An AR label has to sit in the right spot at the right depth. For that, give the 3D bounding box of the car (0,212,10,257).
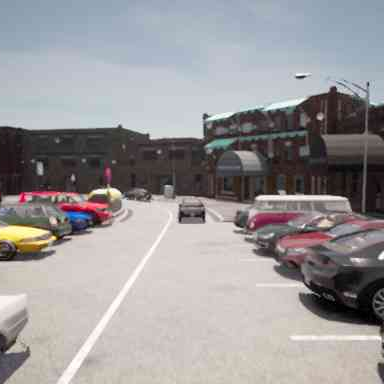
[{"bbox_3d":[-7.866,1.424,8.359,5.366,1.575,1.946,0,0,0],"label":"car"}]

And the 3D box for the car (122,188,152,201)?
[{"bbox_3d":[-6.752,0.248,40.515,1.812,1.442,4.674,-3,5,-43],"label":"car"}]

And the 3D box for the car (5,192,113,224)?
[{"bbox_3d":[-7.652,1.027,20.010,5.566,2.045,2.435,0,1,0],"label":"car"}]

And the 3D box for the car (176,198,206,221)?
[{"bbox_3d":[-0.108,1.167,23.892,2.128,1.511,4.902,0,2,-3],"label":"car"}]

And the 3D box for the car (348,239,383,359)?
[{"bbox_3d":[4.656,1.458,3.504,4.892,1.521,2.231,0,0,0],"label":"car"}]

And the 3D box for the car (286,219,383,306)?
[{"bbox_3d":[4.643,1.440,6.422,4.892,1.521,2.231,0,0,0],"label":"car"}]

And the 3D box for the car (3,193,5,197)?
[{"bbox_3d":[-27.907,0.346,45.749,4.553,1.767,2.097,-1,4,12],"label":"car"}]

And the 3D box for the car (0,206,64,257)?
[{"bbox_3d":[-7.495,1.405,11.299,5.366,1.575,1.946,0,0,0],"label":"car"}]

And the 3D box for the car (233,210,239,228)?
[{"bbox_3d":[4.644,1.337,17.484,4.892,1.521,2.231,0,1,0],"label":"car"}]

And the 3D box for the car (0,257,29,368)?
[{"bbox_3d":[-3.100,1.586,2.206,1.895,1.301,4.718,0,0,0],"label":"car"}]

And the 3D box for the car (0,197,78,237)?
[{"bbox_3d":[-7.650,1.259,14.240,4.553,1.767,2.185,0,1,0],"label":"car"}]

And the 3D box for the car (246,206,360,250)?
[{"bbox_3d":[4.656,1.405,11.882,4.892,1.521,2.231,0,1,0],"label":"car"}]

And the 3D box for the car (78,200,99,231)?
[{"bbox_3d":[-7.685,1.344,17.071,5.008,1.535,2.097,0,1,0],"label":"car"}]

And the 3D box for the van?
[{"bbox_3d":[4.533,1.155,14.674,4.442,1.987,1.878,0,1,0],"label":"van"}]

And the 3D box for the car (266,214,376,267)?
[{"bbox_3d":[4.651,1.462,9.092,4.674,1.452,2.002,0,0,0],"label":"car"}]
